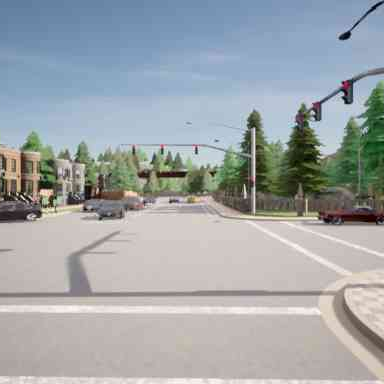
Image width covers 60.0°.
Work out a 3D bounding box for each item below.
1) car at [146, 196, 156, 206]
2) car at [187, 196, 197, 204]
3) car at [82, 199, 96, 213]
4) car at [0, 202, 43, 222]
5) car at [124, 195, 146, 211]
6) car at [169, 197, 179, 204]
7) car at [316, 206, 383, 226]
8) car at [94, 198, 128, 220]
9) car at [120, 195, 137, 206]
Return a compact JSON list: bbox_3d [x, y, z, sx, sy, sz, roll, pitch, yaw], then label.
[{"bbox_3d":[-7.043,1.406,55.661,1.837,1.490,4.892,0,0,0],"label":"car"},{"bbox_3d":[0.051,1.464,64.944,1.882,1.535,5.008,0,0,0],"label":"car"},{"bbox_3d":[-10.621,1.484,36.825,2.128,1.511,4.902,0,0,0],"label":"car"},{"bbox_3d":[-13.638,1.502,24.613,1.837,1.490,4.892,4,2,45],"label":"car"},{"bbox_3d":[-7.117,1.343,39.478,2.097,1.767,4.553,0,0,0],"label":"car"},{"bbox_3d":[-3.450,1.587,65.232,1.895,1.301,4.718,0,0,0],"label":"car"},{"bbox_3d":[11.171,1.596,22.914,4.718,1.301,1.895,0,0,2],"label":"car"},{"bbox_3d":[-6.672,1.500,27.812,1.837,1.490,4.892,0,0,-7],"label":"car"},{"bbox_3d":[-10.543,1.339,55.634,2.097,1.767,4.553,0,0,0],"label":"car"}]
